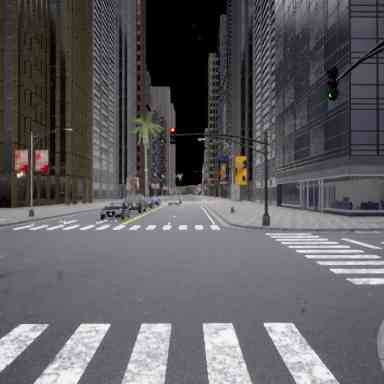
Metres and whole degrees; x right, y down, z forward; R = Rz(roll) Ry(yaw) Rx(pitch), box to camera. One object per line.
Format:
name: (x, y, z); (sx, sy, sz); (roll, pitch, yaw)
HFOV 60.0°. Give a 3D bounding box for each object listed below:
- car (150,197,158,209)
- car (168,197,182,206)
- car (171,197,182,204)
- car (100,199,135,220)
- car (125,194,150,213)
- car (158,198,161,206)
car: (-6.645, 1.480, 48.380); (2.097, 1.767, 4.553); (0, 0, 0)
car: (-3.218, 1.777, 59.798); (1.895, 1.301, 4.718); (0, 0, 0)
car: (-3.228, 1.784, 69.693); (1.994, 1.385, 4.181); (0, 0, 0)
car: (-6.630, 1.625, 29.128); (1.994, 1.385, 4.181); (0, 0, 0)
car: (-6.642, 1.312, 38.452); (2.150, 2.045, 5.566); (0, 0, 0)
car: (-6.613, 1.649, 58.519); (1.882, 1.535, 5.008); (0, 0, 0)
